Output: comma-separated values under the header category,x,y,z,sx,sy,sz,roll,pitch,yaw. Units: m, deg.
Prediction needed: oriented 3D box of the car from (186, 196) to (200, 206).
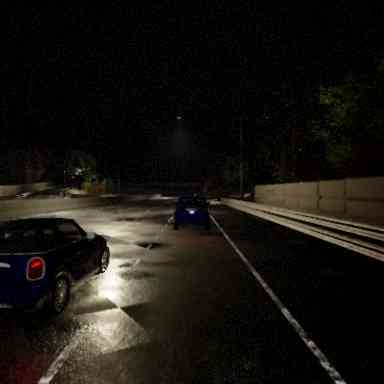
category,x,y,z,sx,sy,sz,roll,pitch,yaw
car,0.289,1.543,58.042,2.128,1.511,4.902,0,0,4

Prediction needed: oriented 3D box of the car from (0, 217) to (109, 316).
category,x,y,z,sx,sy,sz,roll,pitch,yaw
car,-3.400,1.350,7.640,2.097,1.767,4.553,0,0,0

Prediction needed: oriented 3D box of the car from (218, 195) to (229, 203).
category,x,y,z,sx,sy,sz,roll,pitch,yaw
car,8.972,1.862,90.804,2.150,2.045,5.566,0,-1,27

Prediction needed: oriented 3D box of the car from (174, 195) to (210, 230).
category,x,y,z,sx,sy,sz,roll,pitch,yaw
car,-0.003,1.226,21.465,2.150,2.045,5.566,0,0,0
